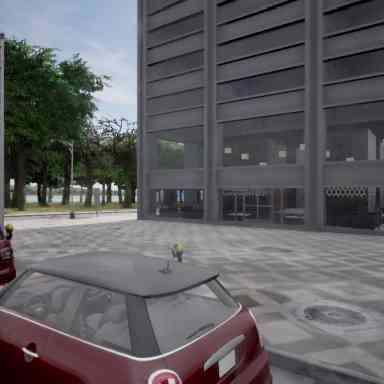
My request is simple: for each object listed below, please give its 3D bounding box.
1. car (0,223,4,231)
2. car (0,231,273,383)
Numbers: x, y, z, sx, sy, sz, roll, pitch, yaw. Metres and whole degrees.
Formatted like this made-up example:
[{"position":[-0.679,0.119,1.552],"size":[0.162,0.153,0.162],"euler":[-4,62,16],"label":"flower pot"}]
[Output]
[{"position":[-5.715,1.315,7.036],"size":[5.009,1.841,2.192],"euler":[0,0,35],"label":"car"},{"position":[-1.287,1.440,3.879],"size":[4.097,1.590,1.967],"euler":[0,0,35],"label":"car"}]
